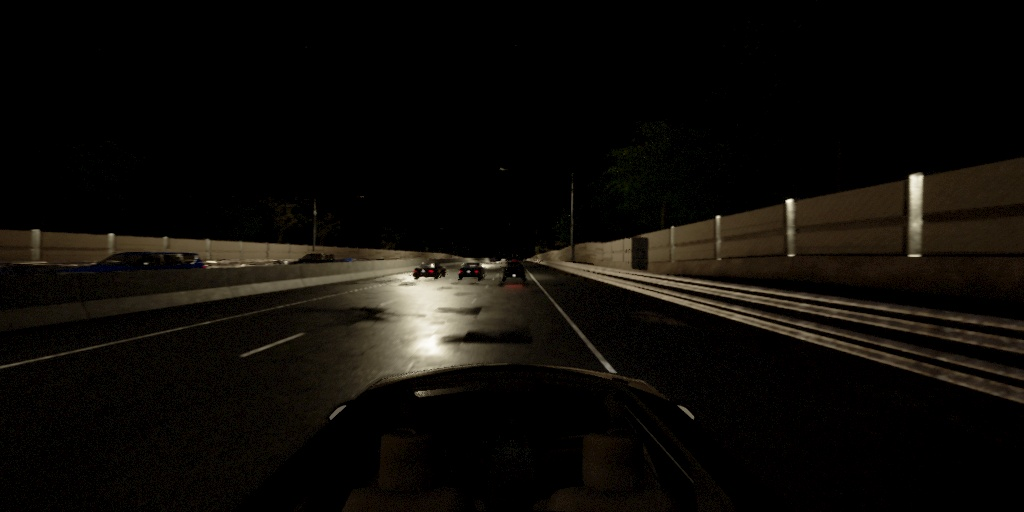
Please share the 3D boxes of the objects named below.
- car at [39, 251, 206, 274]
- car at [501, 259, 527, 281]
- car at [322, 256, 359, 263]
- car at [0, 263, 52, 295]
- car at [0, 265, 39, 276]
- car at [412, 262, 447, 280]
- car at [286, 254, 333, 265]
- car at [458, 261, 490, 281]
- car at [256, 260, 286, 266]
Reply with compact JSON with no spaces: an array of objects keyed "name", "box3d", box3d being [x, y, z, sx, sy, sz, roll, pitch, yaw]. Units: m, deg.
[{"name":"car","box3d":[-17.498,0.797,16.940,2.150,2.045,5.566,1,0,1]},{"name":"car","box3d":[0.184,1.256,30.064,1.837,1.490,4.892,1,0,0]},{"name":"car","box3d":[-17.294,1.054,37.481,1.882,1.535,5.008,1,0,1]},{"name":"car","box3d":[-24.513,1.054,15.615,2.033,1.411,5.357,1,0,1]},{"name":"car","box3d":[-21.014,1.089,15.576,2.033,1.411,5.357,1,0,1]},{"name":"car","box3d":[-6.818,1.228,30.093,2.033,1.411,5.357,1,0,0]},{"name":"car","box3d":[-20.772,0.765,37.920,2.150,2.045,5.566,1,0,1]},{"name":"car","box3d":[-3.317,1.262,30.067,2.033,1.411,5.357,1,0,0]},{"name":"car","box3d":[-24.279,1.108,37.307,1.895,1.301,4.718,1,0,1]}]
